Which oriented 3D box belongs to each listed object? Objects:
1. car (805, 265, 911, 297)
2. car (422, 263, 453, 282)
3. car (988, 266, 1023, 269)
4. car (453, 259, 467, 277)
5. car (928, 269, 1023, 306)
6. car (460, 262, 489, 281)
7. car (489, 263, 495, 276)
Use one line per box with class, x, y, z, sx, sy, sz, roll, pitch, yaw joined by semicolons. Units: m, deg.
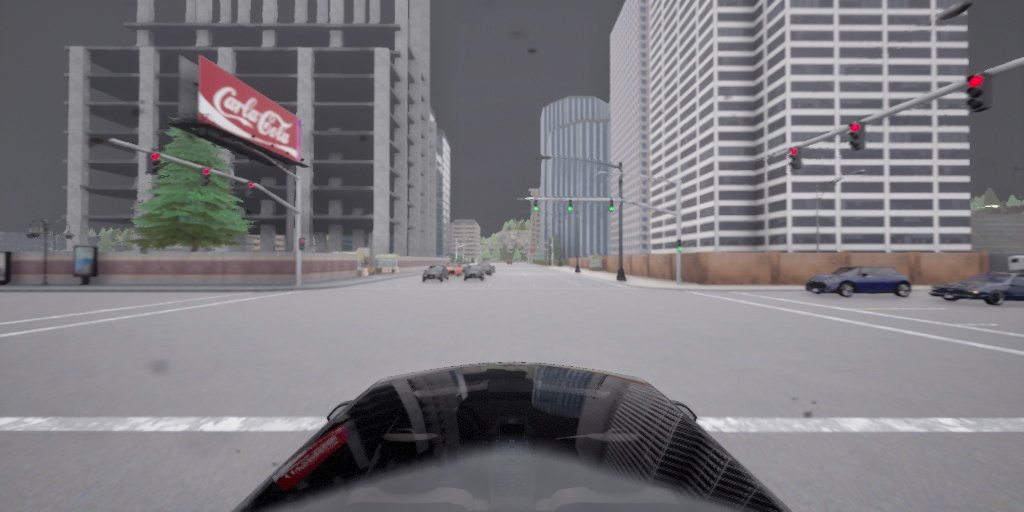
car;19.046;1.308;19.911;4.553;1.767;2.097;0;-1;0
car;-7.108;1.616;33.842;1.837;1.490;4.892;0;-1;0
car;28.895;1.461;19.955;4.892;1.490;1.837;0;-1;0
car;-7.099;1.568;43.049;2.097;1.767;4.553;0;-1;0
car;22.654;1.464;16.430;5.357;1.411;2.033;0;-1;0
car;-3.608;1.634;35.390;1.837;1.490;4.892;0;-1;0
car;-3.594;1.595;45.516;2.097;1.767;4.553;0;-1;0
